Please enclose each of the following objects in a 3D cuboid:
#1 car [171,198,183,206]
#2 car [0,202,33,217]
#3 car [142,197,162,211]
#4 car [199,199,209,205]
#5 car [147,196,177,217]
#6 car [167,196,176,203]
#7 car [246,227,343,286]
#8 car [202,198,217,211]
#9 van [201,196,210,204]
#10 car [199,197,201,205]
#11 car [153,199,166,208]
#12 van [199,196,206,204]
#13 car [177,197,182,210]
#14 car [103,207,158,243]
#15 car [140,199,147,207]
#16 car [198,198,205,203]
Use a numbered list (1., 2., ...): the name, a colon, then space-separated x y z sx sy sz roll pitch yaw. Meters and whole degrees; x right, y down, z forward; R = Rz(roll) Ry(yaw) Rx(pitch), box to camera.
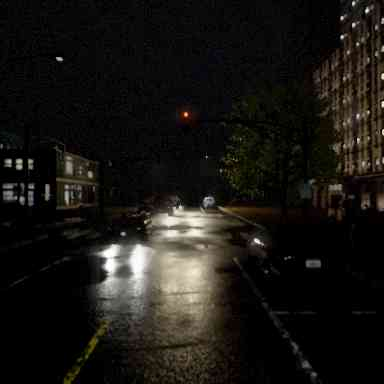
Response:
1. car: -2.998 2.036 67.530 2.128 1.511 4.902 0 0 0
2. car: -17.261 1.618 30.936 4.507 1.381 1.887 1 -1 -1
3. car: -5.674 1.697 47.481 2.192 1.841 5.009 0 0 0
4. car: 2.713 2.173 75.234 1.947 1.339 4.313 0 0 0
5. car: -3.091 1.507 35.131 2.150 2.045 5.566 0 -1 0
6. car: -5.662 2.057 91.888 2.192 1.841 5.009 0 0 0
7. car: 2.696 1.643 9.451 1.947 1.339 4.313 0 0 0
8. car: 2.706 1.909 47.649 1.752 1.417 4.829 0 0 0
9. van: 2.708 1.768 53.032 1.690 1.788 3.998 0 0 0
10. car: 2.710 2.068 64.132 2.008 1.369 4.403 0 0 0
11. car: -5.672 2.023 58.581 2.008 1.369 4.403 0 0 0
12. van: 2.718 2.038 86.337 1.690 1.788 3.998 0 0 0
13. car: -3.081 1.639 51.482 2.150 2.045 5.566 0 -1 0
14. car: -3.097 1.701 16.913 1.994 1.385 4.181 0 0 0
15. car: -5.676 1.920 41.928 1.802 1.307 4.206 0 0 0
16. car: 2.718 2.269 92.056 1.752 1.417 4.829 0 0 0
